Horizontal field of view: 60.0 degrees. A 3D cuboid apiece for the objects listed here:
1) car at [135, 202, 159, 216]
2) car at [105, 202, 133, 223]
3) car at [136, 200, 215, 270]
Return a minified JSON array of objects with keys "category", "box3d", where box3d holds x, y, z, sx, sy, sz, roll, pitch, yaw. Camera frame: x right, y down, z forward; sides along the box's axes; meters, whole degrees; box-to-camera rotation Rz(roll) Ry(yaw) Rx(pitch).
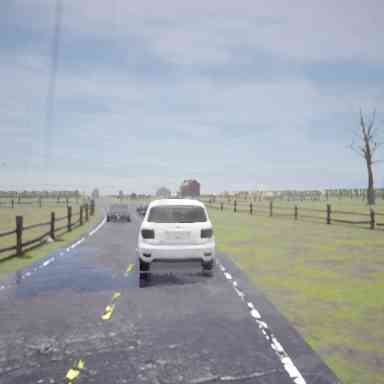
[{"category":"car","box3d":[-4.845,1.738,35.355,1.895,1.301,4.718,0,0,-15]},{"category":"car","box3d":[-5.851,1.597,26.700,1.837,1.490,4.892,0,0,-12]},{"category":"car","box3d":[-0.592,1.265,11.371,2.150,2.045,5.566,0,0,-5]}]
